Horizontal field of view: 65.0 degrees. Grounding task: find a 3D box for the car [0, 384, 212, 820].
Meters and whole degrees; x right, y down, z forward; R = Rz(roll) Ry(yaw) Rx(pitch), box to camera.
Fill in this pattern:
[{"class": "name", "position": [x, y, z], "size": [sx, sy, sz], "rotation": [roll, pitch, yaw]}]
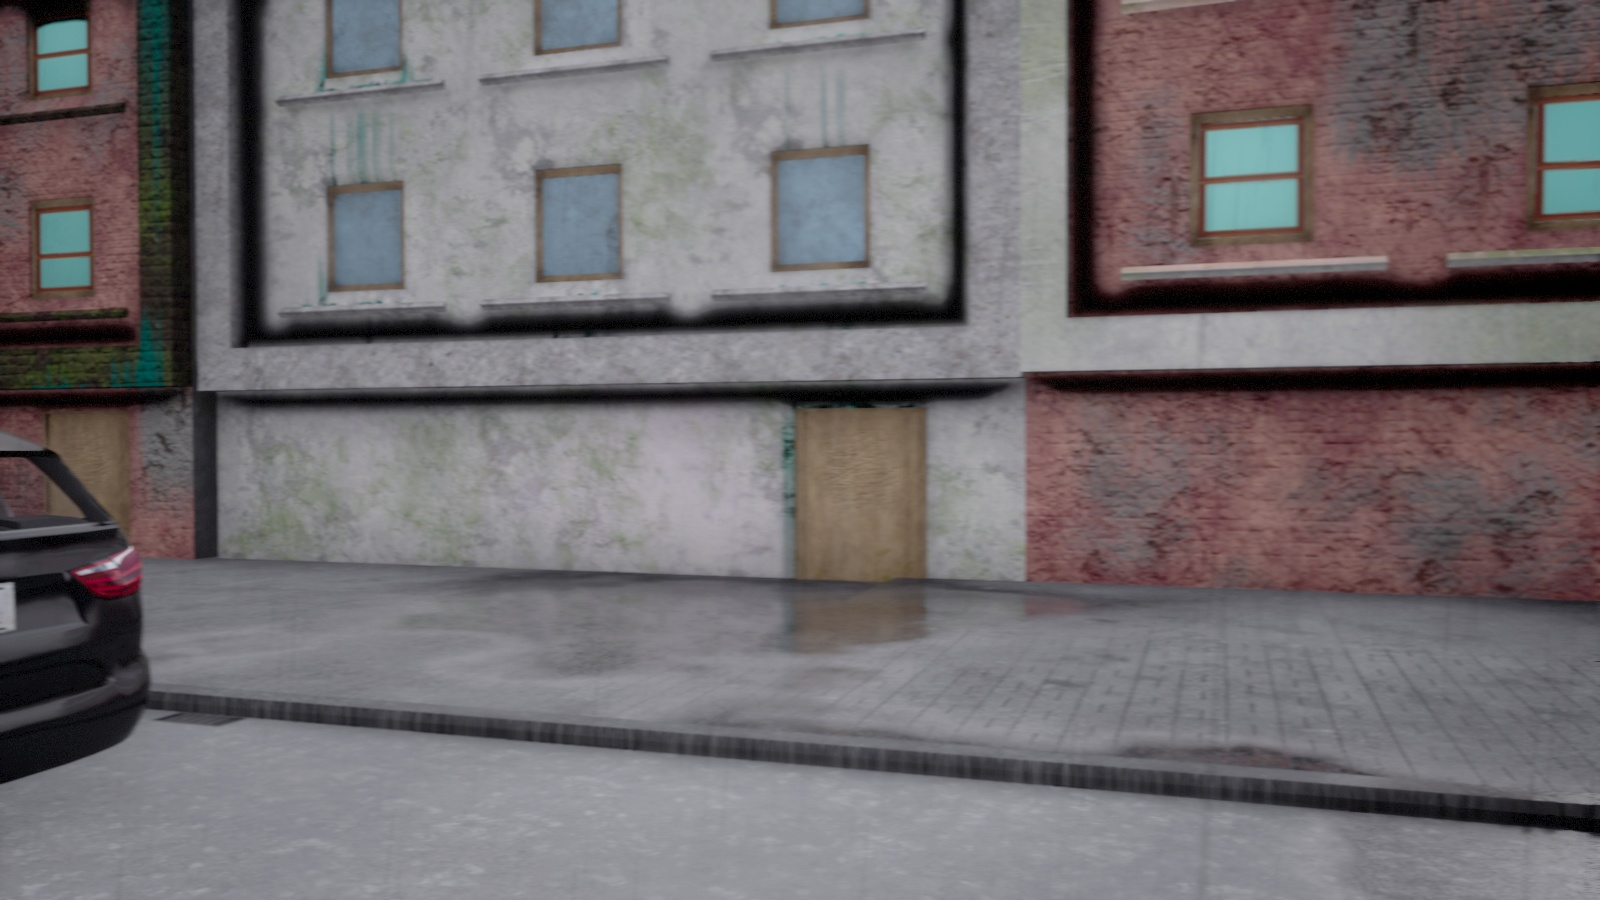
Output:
[{"class": "car", "position": [-5.263, 0.563, 5.487], "size": [4.611, 1.667, 2.242], "rotation": [1, 1, 19]}]
